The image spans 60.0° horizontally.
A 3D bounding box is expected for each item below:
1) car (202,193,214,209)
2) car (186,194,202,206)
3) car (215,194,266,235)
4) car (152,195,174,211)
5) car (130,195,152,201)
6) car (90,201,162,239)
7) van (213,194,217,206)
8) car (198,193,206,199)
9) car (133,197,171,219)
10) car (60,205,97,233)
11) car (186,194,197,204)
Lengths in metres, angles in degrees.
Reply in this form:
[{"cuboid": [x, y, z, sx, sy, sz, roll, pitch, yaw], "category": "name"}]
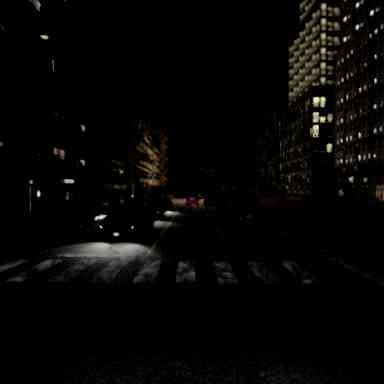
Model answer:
[{"cuboid": [2.647, 1.118, 40.206, 2.192, 1.841, 5.009, 0, 0, 0], "category": "car"}, {"cuboid": [0.040, 1.358, 47.782, 1.895, 1.301, 4.718, 0, 0, 0], "category": "car"}, {"cuboid": [2.672, 1.215, 18.101, 2.192, 1.841, 5.009, 0, 0, 0], "category": "car"}, {"cuboid": [-3.107, 1.345, 37.048, 1.994, 1.385, 4.181, 0, 0, 0], "category": "car"}, {"cuboid": [-5.727, 1.325, 34.671, 2.008, 1.369, 4.403, 0, 0, 0], "category": "car"}, {"cuboid": [-3.088, 1.419, 16.903, 2.033, 1.411, 5.357, 0, 0, 4], "category": "car"}, {"cuboid": [2.665, 1.216, 23.627, 1.690, 1.788, 3.998, 0, 0, 0], "category": "van"}, {"cuboid": [2.590, 1.066, 89.946, 1.967, 1.590, 4.097, 0, 0, 0], "category": "car"}, {"cuboid": [-3.121, 1.371, 26.977, 2.033, 1.411, 5.357, 0, 0, 0], "category": "car"}, {"cuboid": [-5.708, 1.400, 18.092, 2.008, 1.369, 4.403, 0, 0, 0], "category": "car"}, {"cuboid": [-0.060, 1.195, 57.781, 1.882, 1.535, 5.008, 0, 0, 0], "category": "car"}]
